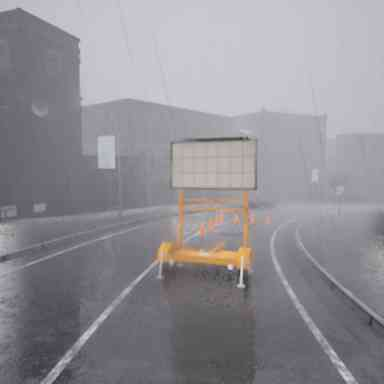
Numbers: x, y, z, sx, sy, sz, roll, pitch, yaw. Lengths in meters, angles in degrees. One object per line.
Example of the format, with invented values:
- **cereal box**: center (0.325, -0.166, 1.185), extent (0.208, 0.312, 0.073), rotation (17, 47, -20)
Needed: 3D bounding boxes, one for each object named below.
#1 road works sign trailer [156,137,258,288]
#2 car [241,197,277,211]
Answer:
- **road works sign trailer**: center (0.606, 0.331, 9.127), extent (2.380, 3.560, 2.880), rotation (1, 1, 18)
- **car**: center (6.664, 1.137, 32.871), extent (1.895, 1.301, 4.718), rotation (4, 2, 36)
